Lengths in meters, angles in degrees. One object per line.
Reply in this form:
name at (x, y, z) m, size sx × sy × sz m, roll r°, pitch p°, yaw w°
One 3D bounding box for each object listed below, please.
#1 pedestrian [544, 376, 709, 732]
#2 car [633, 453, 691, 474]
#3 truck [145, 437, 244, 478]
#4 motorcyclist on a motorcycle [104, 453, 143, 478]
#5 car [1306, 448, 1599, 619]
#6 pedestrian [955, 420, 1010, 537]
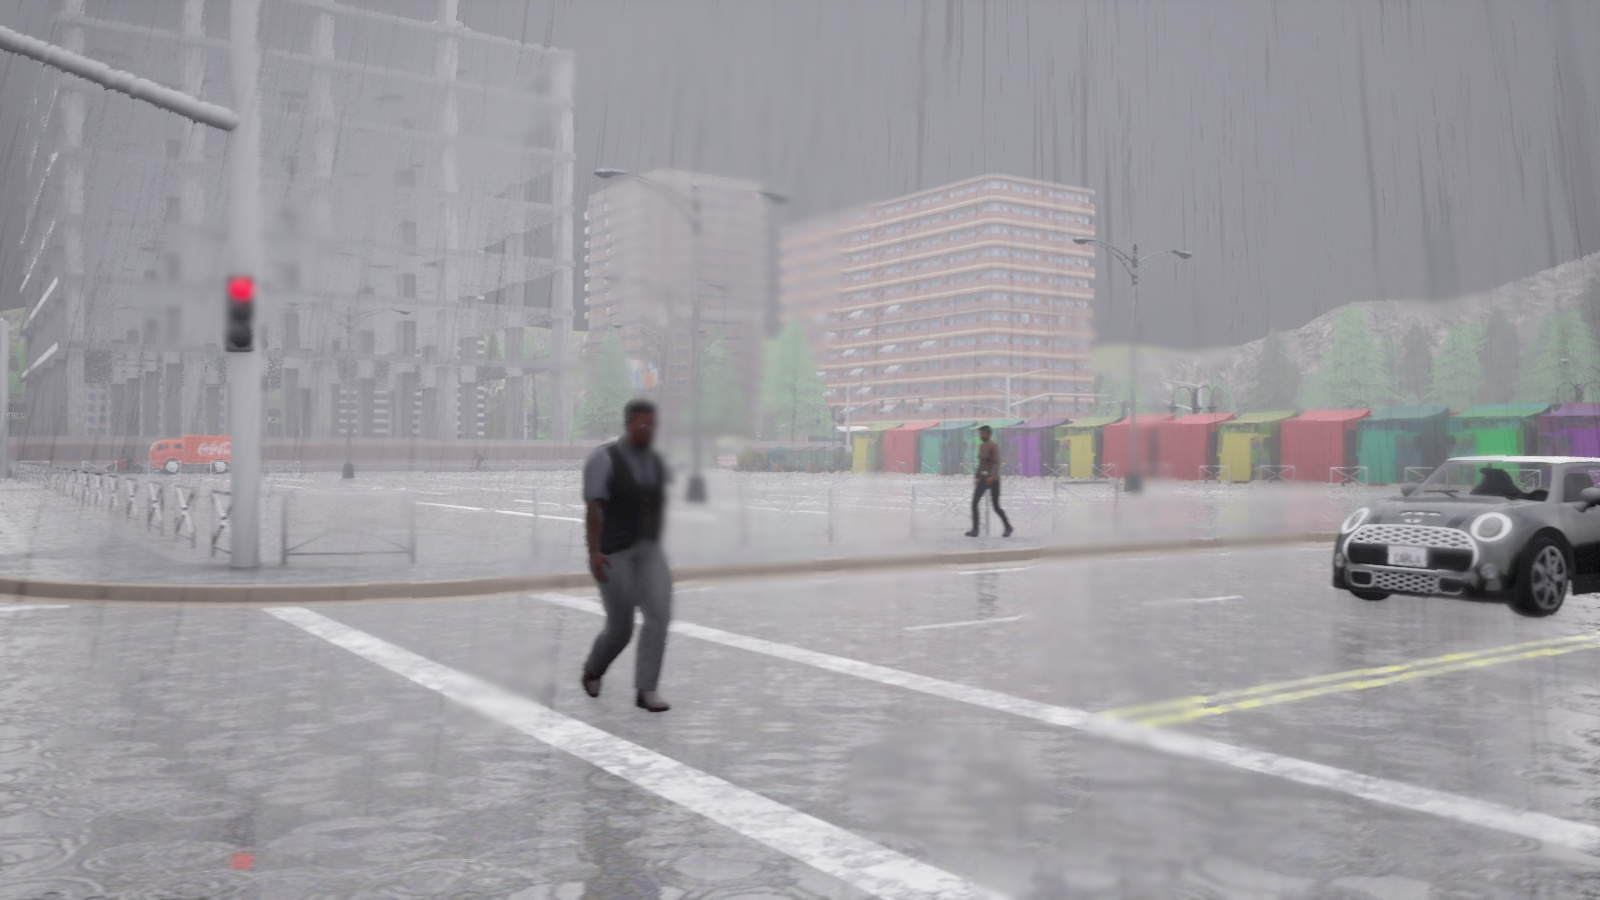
pedestrian at (-0.998, 0.551, 7.155) m, size 0.563 × 1.883 × 0.849 m, roll 0°, pitch 0°, yaw -40°
car at (-9.766, 0.935, 88.715) m, size 3.633 × 1.501 × 1.845 m, roll 0°, pitch 0°, yaw -35°
truck at (-37.561, 0.465, 77.923) m, size 5.204 × 2.467 × 2.627 m, roll 0°, pitch 0°, yaw -35°
motorcyclist on a motorcycle at (-42.434, 0.948, 78.798) m, size 2.044 × 1.523 × 0.797 m, roll 0°, pitch 0°, yaw -35°
car at (7.168, 0.726, 12.706) m, size 3.806 × 1.475 × 1.970 m, roll 0°, pitch 0°, yaw -33°
pedestrian at (2.880, 0.445, 19.800) m, size 0.869 × 1.805 × 0.328 m, roll 0°, pitch 0°, yaw -34°
